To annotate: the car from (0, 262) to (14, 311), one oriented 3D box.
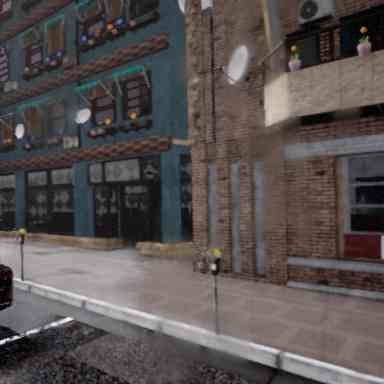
[{"bbox_3d":[-5.237,1.649,6.631,4.313,1.339,1.947,-1,-1,36],"label":"car"}]
